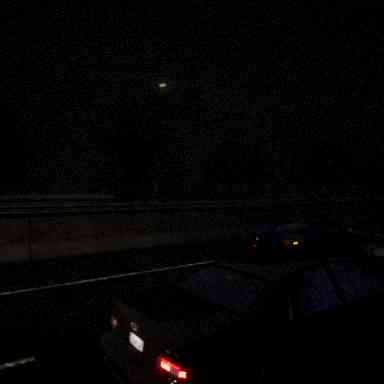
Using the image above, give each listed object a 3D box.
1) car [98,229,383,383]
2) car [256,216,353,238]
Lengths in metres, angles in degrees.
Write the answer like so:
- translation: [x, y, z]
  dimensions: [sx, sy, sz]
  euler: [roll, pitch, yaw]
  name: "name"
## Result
- translation: [1.485, 1.551, 4.796]
  dimensions: [5.357, 1.411, 2.033]
  euler: [0, 0, -35]
  name: "car"
- translation: [4.045, 1.532, 10.916]
  dimensions: [4.674, 1.442, 1.812]
  euler: [0, 0, -35]
  name: "car"
